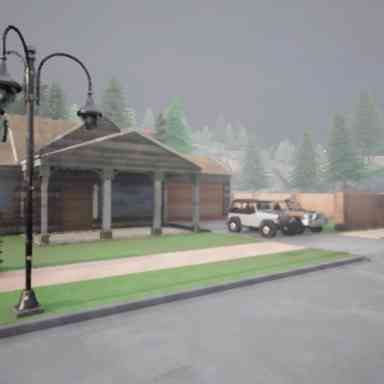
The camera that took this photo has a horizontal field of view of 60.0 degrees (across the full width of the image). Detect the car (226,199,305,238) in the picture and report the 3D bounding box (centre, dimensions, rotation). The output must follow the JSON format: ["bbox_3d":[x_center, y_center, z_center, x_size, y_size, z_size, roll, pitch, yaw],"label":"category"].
[{"bbox_3d":[3.518,1.303,17.366,1.905,1.878,3.866,1,0,-36],"label":"car"}]

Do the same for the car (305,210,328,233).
[{"bbox_3d":[5.335,1.326,19.146,1.932,1.855,4.605,1,0,-36],"label":"car"}]
